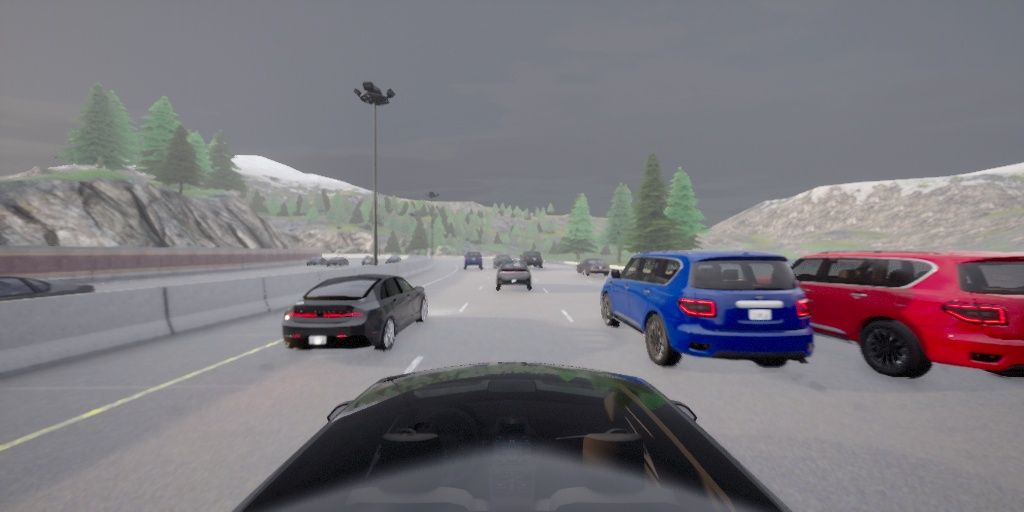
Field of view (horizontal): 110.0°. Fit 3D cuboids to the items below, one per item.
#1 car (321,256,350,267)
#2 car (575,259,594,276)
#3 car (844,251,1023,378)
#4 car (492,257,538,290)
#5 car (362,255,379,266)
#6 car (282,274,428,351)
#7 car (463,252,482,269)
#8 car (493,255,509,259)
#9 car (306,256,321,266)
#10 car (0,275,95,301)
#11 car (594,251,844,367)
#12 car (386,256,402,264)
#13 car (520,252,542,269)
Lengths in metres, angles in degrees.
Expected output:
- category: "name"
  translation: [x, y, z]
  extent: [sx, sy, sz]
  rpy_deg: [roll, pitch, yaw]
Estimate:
- category: "car"
  translation: [-23.503, 0.753, 48.484]
  extent: [2.033, 1.411, 5.357]
  rpy_deg: [0, 1, -10]
- category: "car"
  translation: [6.874, 0.959, 30.862]
  extent: [2.033, 1.411, 5.357]
  rpy_deg: [0, 1, -3]
- category: "car"
  translation: [7.097, 0.908, 7.320]
  extent: [2.150, 2.045, 5.566]
  rpy_deg: [0, 1, 0]
- category: "car"
  translation: [0.092, 1.023, 20.619]
  extent: [2.128, 1.511, 4.902]
  rpy_deg: [0, 1, 0]
- category: "car"
  translation: [-20.897, 0.644, 53.052]
  extent: [2.128, 1.511, 4.902]
  rpy_deg: [0, 1, -12]
- category: "car"
  translation: [-3.404, 1.175, 8.701]
  extent: [1.837, 1.490, 4.892]
  rpy_deg: [0, 1, 0]
- category: "car"
  translation: [-4.871, 0.475, 44.518]
  extent: [2.150, 2.045, 5.566]
  rpy_deg: [0, 1, -8]
- category: "car"
  translation: [-1.138, 0.633, 42.002]
  extent: [2.097, 1.767, 4.553]
  rpy_deg: [0, 1, -7]
- category: "car"
  translation: [-27.589, 0.741, 50.905]
  extent: [1.994, 1.385, 4.181]
  rpy_deg: [0, 1, -12]
- category: "car"
  translation: [-14.098, 1.212, 9.029]
  extent: [2.033, 1.411, 5.357]
  rpy_deg: [0, 1, 0]
- category: "car"
  translation: [3.597, 0.902, 7.880]
  extent: [2.150, 2.045, 5.566]
  rpy_deg: [0, 1, 0]
- category: "car"
  translation: [-17.193, 0.706, 52.602]
  extent: [2.033, 1.411, 5.357]
  rpy_deg: [0, 1, -11]
- category: "car"
  translation: [2.250, 0.481, 44.076]
  extent: [2.150, 2.045, 5.566]
  rpy_deg: [0, 1, -7]
